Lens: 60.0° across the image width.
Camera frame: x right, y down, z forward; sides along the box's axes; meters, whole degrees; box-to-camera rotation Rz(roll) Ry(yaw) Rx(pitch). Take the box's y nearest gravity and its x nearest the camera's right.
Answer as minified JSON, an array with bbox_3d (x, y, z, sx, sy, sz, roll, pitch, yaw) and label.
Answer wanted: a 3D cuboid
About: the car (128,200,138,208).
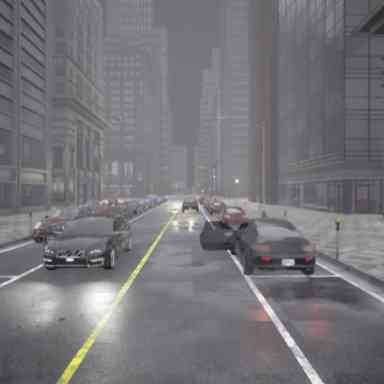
[{"bbox_3d":[-5.947,1.534,27.123,1.947,1.339,4.313,0,0,0],"label":"car"}]

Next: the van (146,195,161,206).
[{"bbox_3d":[-6.101,1.290,49.669,1.690,1.788,3.998,0,0,0],"label":"van"}]

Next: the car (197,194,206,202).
[{"bbox_3d":[2.233,1.382,77.911,1.967,1.590,4.097,0,0,0],"label":"car"}]

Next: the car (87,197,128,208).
[{"bbox_3d":[-5.910,1.289,21.486,2.192,1.841,5.009,0,0,0],"label":"car"}]

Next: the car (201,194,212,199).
[{"bbox_3d":[2.462,1.392,44.095,1.967,1.590,4.097,0,0,0],"label":"car"}]

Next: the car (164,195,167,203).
[{"bbox_3d":[-6.176,1.526,60.942,1.802,1.307,4.206,0,0,0],"label":"car"}]

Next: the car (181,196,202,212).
[{"bbox_3d":[-0.182,1.464,37.413,1.837,1.490,4.892,0,0,0],"label":"car"}]

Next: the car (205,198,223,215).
[{"bbox_3d":[2.540,1.544,32.823,1.802,1.307,4.206,0,0,0],"label":"car"}]

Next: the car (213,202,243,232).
[{"bbox_3d":[2.616,1.556,21.550,1.802,1.307,4.206,0,0,0],"label":"car"}]

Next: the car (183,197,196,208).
[{"bbox_3d":[-0.304,1.454,48.012,1.837,1.490,4.892,0,0,0],"label":"car"}]

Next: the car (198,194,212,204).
[{"bbox_3d":[2.347,1.259,61.003,2.192,1.841,5.009,0,0,0],"label":"car"}]

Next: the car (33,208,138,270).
[{"bbox_3d":[-3.172,1.491,11.020,1.837,1.490,4.892,0,0,0],"label":"car"}]

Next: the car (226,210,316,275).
[{"bbox_3d":[2.285,1.513,10.246,1.812,1.442,4.674,0,0,0],"label":"car"}]

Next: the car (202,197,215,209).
[{"bbox_3d":[2.501,1.539,38.460,1.802,1.307,4.206,0,0,0],"label":"car"}]

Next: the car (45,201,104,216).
[{"bbox_3d":[-5.871,1.421,15.849,1.967,1.590,4.097,0,0,0],"label":"car"}]

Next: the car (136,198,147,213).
[{"bbox_3d":[-5.985,1.528,32.760,1.947,1.339,4.313,0,0,0],"label":"car"}]

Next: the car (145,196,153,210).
[{"bbox_3d":[-6.023,1.507,38.396,2.008,1.369,4.403,0,0,0],"label":"car"}]

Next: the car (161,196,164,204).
[{"bbox_3d":[-6.137,1.471,55.136,1.752,1.417,4.829,0,0,0],"label":"car"}]

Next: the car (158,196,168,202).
[{"bbox_3d":[-6.253,1.508,72.215,1.947,1.339,4.313,0,0,0],"label":"car"}]

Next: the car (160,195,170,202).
[{"bbox_3d":[-6.292,1.492,77.852,2.008,1.369,4.403,0,0,0],"label":"car"}]

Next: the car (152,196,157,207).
[{"bbox_3d":[-6.062,1.534,44.033,1.802,1.307,4.206,0,0,0],"label":"car"}]

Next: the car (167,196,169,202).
[{"bbox_3d":[-6.215,1.508,66.579,1.947,1.339,4.313,0,0,0],"label":"car"}]
